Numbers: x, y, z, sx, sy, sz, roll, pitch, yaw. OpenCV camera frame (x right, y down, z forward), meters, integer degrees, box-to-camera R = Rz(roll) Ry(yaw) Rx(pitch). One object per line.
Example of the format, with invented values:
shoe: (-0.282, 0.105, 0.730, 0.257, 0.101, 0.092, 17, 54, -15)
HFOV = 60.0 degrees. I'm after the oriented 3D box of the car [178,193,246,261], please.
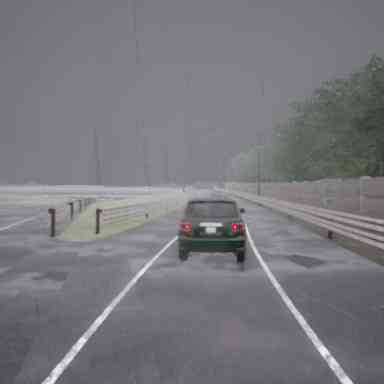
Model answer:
car: (0.802, 1.195, 12.360, 2.150, 2.045, 5.566, 0, 0, 5)
